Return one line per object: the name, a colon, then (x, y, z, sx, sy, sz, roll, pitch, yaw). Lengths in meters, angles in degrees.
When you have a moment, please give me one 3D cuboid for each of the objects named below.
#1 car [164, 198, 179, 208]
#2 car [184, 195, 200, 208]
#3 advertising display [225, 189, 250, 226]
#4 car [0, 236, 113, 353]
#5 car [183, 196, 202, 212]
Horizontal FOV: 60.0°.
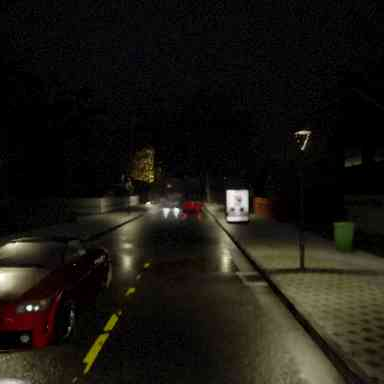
car: (-2.840, 1.569, 47.367, 1.895, 1.301, 4.718, 0, 0, 0)
car: (0.007, 1.319, 48.424, 2.097, 1.767, 4.553, 0, 0, 0)
advertising display: (2.994, 1.015, 21.925, 1.540, 2.440, 0.280, -1, -1, 0)
car: (-2.850, 1.561, 6.229, 1.994, 1.385, 4.181, 0, 0, 0)
car: (0.055, 1.329, 38.003, 2.097, 1.767, 4.553, 0, 0, 1)
